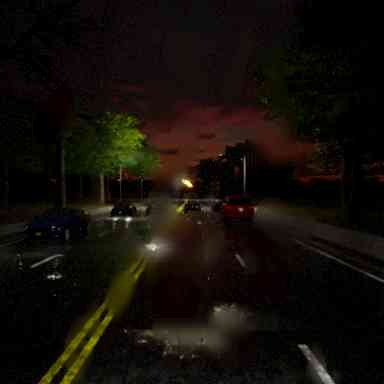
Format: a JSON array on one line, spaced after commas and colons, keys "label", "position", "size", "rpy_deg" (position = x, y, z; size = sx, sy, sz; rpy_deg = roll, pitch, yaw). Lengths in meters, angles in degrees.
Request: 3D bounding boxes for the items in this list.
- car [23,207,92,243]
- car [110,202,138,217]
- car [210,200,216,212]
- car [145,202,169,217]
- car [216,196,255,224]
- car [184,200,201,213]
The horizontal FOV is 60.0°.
[{"label": "car", "position": [-6.548, 1.527, 16.695], "size": [1.882, 1.535, 5.008], "rpy_deg": [0, 0, 0]}, {"label": "car", "position": [-6.536, 1.660, 32.327], "size": [1.994, 1.385, 4.181], "rpy_deg": [0, 0, 1]}, {"label": "car", "position": [3.343, 1.684, 40.335], "size": [1.994, 1.385, 4.181], "rpy_deg": [0, 0, 0]}, {"label": "car", "position": [-3.286, 1.660, 32.200], "size": [1.994, 1.385, 4.181], "rpy_deg": [0, 0, 1]}, {"label": "car", "position": [3.347, 1.298, 25.413], "size": [2.150, 2.045, 5.566], "rpy_deg": [0, 0, 0]}, {"label": "car", "position": [0.079, 1.662, 38.405], "size": [2.033, 1.411, 5.357], "rpy_deg": [0, 0, 0]}]
